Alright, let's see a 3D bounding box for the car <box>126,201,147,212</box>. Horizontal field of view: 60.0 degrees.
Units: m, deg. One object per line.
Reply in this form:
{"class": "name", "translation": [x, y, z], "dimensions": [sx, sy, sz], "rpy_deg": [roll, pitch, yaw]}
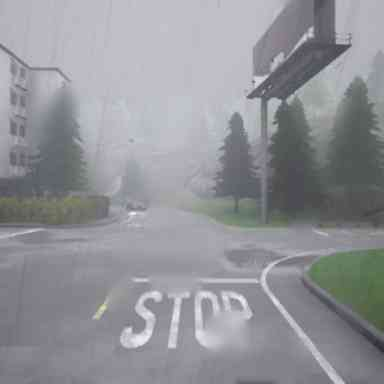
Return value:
{"class": "car", "translation": [-7.170, 1.806, 42.806], "dimensions": [1.994, 1.385, 4.181], "rpy_deg": [0, 0, -22]}
